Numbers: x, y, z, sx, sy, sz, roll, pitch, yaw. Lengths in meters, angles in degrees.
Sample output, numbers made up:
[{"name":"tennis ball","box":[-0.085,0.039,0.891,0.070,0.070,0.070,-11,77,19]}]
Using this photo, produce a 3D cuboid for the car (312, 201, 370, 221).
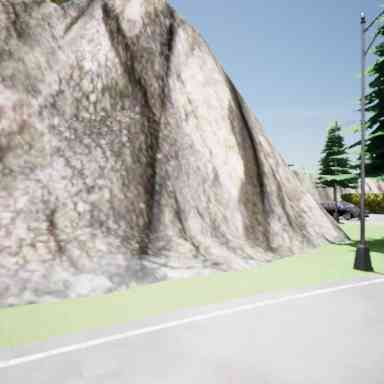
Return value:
[{"name":"car","box":[12.443,1.530,28.040,2.128,1.511,4.902,0,0,-26]}]
